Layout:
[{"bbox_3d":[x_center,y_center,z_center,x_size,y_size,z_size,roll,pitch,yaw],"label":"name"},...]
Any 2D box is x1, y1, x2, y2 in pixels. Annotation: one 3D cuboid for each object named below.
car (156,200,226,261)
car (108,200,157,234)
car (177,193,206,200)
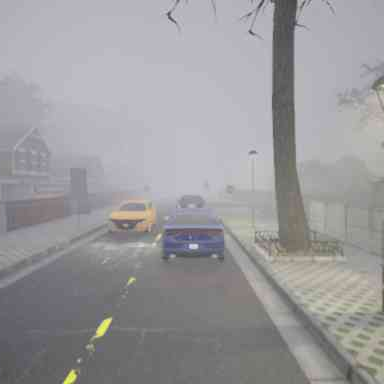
[{"bbox_3d":[0.033,1.267,11.463,1.882,1.535,5.008,0,1,0],"label":"car"},{"bbox_3d":[-2.915,1.164,17.099,1.882,1.535,5.008,0,1,0],"label":"car"},{"bbox_3d":[-0.041,0.927,23.131,2.097,1.767,4.553,0,1,0],"label":"car"}]
